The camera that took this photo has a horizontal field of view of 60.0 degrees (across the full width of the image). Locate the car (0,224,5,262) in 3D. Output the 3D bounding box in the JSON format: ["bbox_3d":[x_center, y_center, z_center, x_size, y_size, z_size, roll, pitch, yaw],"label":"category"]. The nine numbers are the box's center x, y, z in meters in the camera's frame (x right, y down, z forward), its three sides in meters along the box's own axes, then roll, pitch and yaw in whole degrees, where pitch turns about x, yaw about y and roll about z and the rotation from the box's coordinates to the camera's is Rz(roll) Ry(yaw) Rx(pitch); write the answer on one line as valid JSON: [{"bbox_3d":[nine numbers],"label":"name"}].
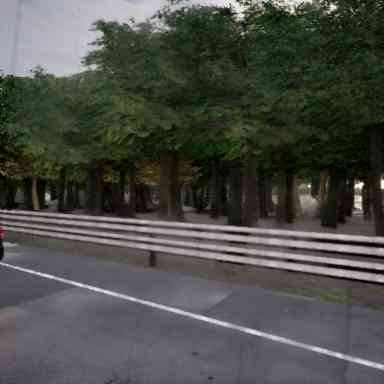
[{"bbox_3d":[-7.358,1.162,9.223,5.566,2.045,2.150,1,0,36],"label":"car"}]
